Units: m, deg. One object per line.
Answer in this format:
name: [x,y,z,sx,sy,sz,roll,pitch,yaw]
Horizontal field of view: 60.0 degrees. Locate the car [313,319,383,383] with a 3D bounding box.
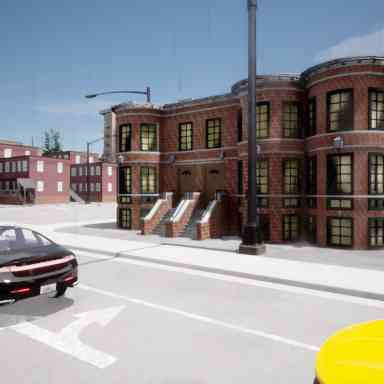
car: [3.228,1.478,1.692,5.008,1.535,1.882,0,0,36]

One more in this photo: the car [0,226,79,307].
car: [-4.540,1.492,7.241,4.902,1.511,2.128,0,0,34]
